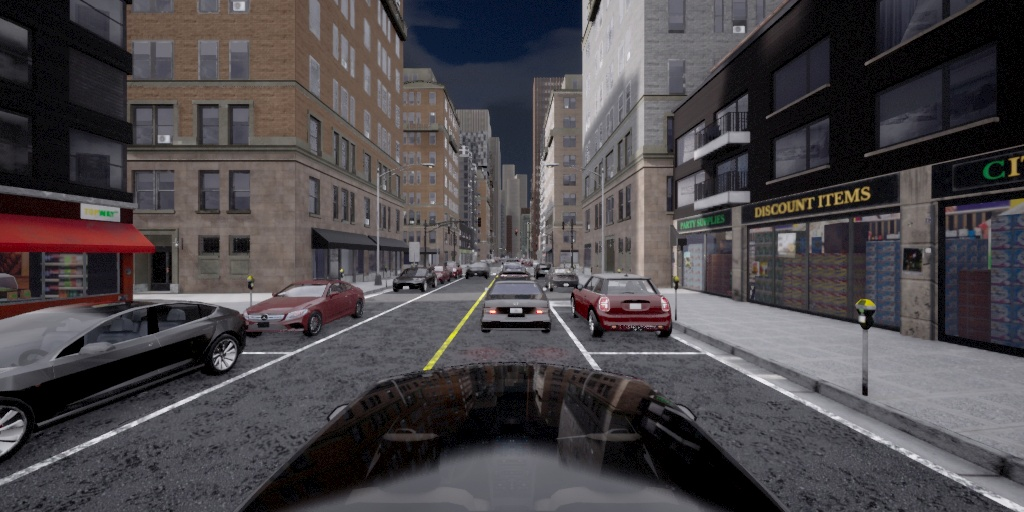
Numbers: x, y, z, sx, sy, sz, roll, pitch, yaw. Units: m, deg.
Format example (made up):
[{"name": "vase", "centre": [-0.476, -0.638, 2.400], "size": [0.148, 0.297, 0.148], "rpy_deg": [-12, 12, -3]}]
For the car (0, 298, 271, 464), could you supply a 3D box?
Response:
[{"name": "car", "centre": [-5.667, 1.316, 4.762], "size": [1.948, 1.339, 4.313], "rpy_deg": [0, 0, 0]}]

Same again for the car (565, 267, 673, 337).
[{"name": "car", "centre": [2.868, 1.190, 10.248], "size": [1.967, 1.591, 4.097], "rpy_deg": [0, 0, 0]}]

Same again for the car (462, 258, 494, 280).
[{"name": "car", "centre": [-2.966, 1.231, 31.965], "size": [1.882, 1.535, 5.008], "rpy_deg": [0, 0, 1]}]

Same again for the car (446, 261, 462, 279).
[{"name": "car", "centre": [-5.620, 1.193, 32.268], "size": [1.967, 1.591, 4.097], "rpy_deg": [0, 0, 0]}]

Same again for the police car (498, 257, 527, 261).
[{"name": "police car", "centre": [0.046, 1.178, 31.261], "size": [1.930, 1.638, 5.238], "rpy_deg": [0, 0, 0]}]

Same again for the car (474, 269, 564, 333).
[{"name": "car", "centre": [0.110, 1.297, 10.719], "size": [2.033, 1.411, 5.357], "rpy_deg": [0, 0, 0]}]

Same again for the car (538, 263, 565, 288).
[{"name": "car", "centre": [2.887, 1.301, 21.251], "size": [2.007, 1.370, 4.403], "rpy_deg": [0, 0, 0]}]

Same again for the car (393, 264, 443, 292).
[{"name": "car", "centre": [-5.638, 1.317, 21.265], "size": [1.948, 1.339, 4.313], "rpy_deg": [0, 0, 0]}]

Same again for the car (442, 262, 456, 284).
[{"name": "car", "centre": [-5.630, 1.334, 26.767], "size": [1.802, 1.307, 4.207], "rpy_deg": [0, 0, 0]}]

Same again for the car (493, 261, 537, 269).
[{"name": "car", "centre": [0.129, 1.242, 21.242], "size": [2.128, 1.511, 4.902], "rpy_deg": [0, 0, 0]}]

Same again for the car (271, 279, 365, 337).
[{"name": "car", "centre": [-5.657, 1.332, 10.263], "size": [1.802, 1.307, 4.207], "rpy_deg": [0, 0, 0]}]

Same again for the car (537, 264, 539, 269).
[{"name": "car", "centre": [2.905, 1.319, 32.253], "size": [1.948, 1.339, 4.313], "rpy_deg": [0, 0, 0]}]
